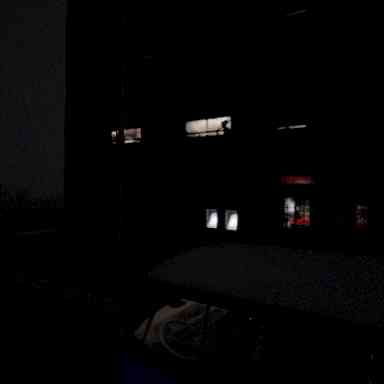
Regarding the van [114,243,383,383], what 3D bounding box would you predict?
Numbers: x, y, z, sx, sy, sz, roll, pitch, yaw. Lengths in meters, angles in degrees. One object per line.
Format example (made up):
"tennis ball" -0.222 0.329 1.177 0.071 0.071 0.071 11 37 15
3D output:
"van" 1.277 1.341 1.947 3.998 1.788 1.690 1 1 35
